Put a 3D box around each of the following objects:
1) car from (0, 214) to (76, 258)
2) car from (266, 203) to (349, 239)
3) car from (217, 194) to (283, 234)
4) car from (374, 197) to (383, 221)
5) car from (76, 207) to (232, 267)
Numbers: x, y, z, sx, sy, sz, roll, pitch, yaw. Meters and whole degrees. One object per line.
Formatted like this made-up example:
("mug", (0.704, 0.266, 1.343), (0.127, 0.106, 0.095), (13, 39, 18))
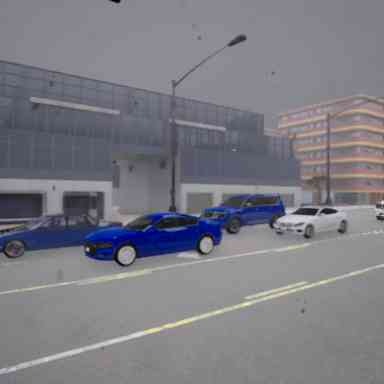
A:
("car", (-5.264, 1.582, 13.136), (5.357, 1.411, 2.033), (0, 0, -35))
("car", (6.211, 1.422, 17.004), (4.674, 1.442, 1.812), (-1, 1, -35))
("car", (3.031, 1.151, 19.038), (5.566, 2.045, 2.150), (-1, 0, -35))
("car", (14.970, 0.913, 23.182), (5.566, 2.045, 2.150), (-1, 1, -35))
("car", (-1.191, 1.482, 11.738), (5.008, 1.535, 1.882), (-1, 0, -36))
